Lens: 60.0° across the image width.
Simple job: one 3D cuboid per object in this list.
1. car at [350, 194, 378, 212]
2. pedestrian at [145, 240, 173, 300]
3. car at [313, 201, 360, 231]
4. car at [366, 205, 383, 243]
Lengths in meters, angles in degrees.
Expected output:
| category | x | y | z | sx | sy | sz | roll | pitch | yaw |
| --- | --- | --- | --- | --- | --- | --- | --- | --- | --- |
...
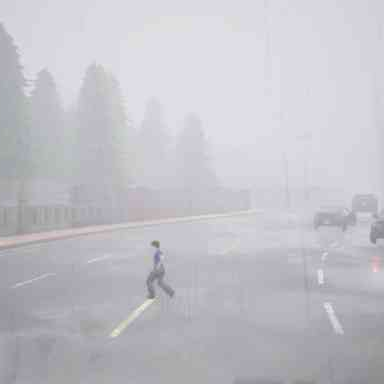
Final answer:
| category | x | y | z | sx | sy | sz | roll | pitch | yaw |
| --- | --- | --- | --- | --- | --- | --- | --- | --- | --- |
| car | 16.573 | 1.223 | 32.051 | 2.150 | 2.045 | 5.566 | 0 | 0 | 28 |
| pedestrian | -0.681 | 1.574 | 6.911 | 0.375 | 1.300 | 0.375 | 0 | 0 | 14 |
| car | 8.901 | 1.526 | 20.626 | 1.812 | 1.442 | 4.674 | 0 | 0 | 35 |
| car | 9.422 | 1.526 | 15.338 | 1.812 | 1.442 | 4.674 | 0 | 0 | 34 |
